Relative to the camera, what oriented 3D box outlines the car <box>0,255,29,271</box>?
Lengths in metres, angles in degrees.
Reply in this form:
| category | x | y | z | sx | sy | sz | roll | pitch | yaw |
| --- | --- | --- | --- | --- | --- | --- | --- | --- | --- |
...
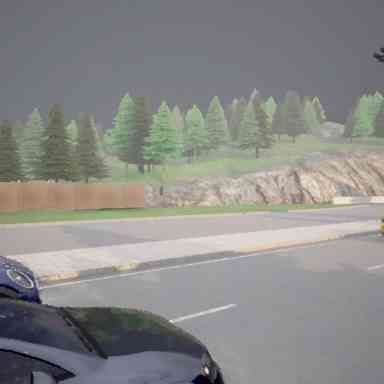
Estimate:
| category | x | y | z | sx | sy | sz | roll | pitch | yaw |
| --- | --- | --- | --- | --- | --- | --- | --- | --- | --- |
| car | -4.646 | 1.351 | 4.731 | 4.553 | 1.767 | 2.097 | 0 | 0 | -35 |

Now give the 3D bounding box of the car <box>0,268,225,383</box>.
| category | x | y | z | sx | sy | sz | roll | pitch | yaw |
| --- | --- | --- | --- | --- | --- | --- | --- | --- | --- |
| car | -1.736 | 1.564 | 2.508 | 4.181 | 1.385 | 1.994 | 0 | 0 | -35 |

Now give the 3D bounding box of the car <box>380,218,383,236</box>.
| category | x | y | z | sx | sy | sz | roll | pitch | yaw |
| --- | --- | --- | --- | --- | --- | --- | --- | --- | --- |
| car | 10.915 | 1.477 | 15.830 | 5.008 | 1.535 | 1.882 | 0 | 0 | -35 |
